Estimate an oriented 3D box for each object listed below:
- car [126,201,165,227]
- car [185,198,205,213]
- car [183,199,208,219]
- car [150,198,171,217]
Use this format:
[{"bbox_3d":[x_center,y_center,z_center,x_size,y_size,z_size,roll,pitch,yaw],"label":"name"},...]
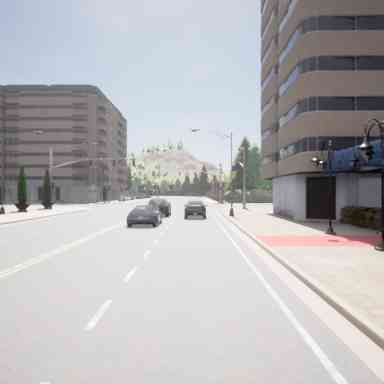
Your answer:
[{"bbox_3d":[-3.208,1.587,22.938,1.994,1.385,4.181,0,0,1],"label":"car"},{"bbox_3d":[0.335,1.531,38.924,2.128,1.511,4.902,0,0,1],"label":"car"},{"bbox_3d":[0.304,1.535,29.565,1.837,1.490,4.892,0,0,1],"label":"car"},{"bbox_3d":[-3.131,1.384,31.577,2.097,1.767,4.553,0,0,0],"label":"car"}]
